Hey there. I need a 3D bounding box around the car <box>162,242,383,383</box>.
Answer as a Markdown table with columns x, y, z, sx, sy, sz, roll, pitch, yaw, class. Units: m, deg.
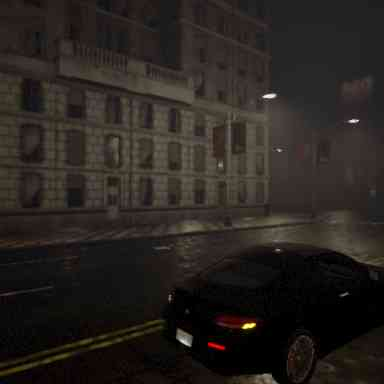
| x | y | z | sx | sy | sz | roll | pitch | yaw | class |
| --- | --- | --- | --- | --- | --- | --- | --- | --- | --- |
| 1.736 | 1.561 | 5.322 | 4.674 | 1.442 | 1.812 | 0 | 0 | -37 | car |
